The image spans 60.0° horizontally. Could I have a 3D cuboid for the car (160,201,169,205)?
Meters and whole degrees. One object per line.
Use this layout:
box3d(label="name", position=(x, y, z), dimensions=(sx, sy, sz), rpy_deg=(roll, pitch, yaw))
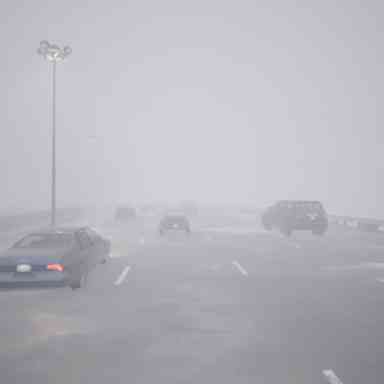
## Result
box3d(label="car", position=(-5.123, 2.200, 55.009), dimensions=(1.994, 1.385, 4.181), rpy_deg=(0, -1, -20))

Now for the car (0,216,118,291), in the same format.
box3d(label="car", position=(-3.631, 1.653, 9.396), dimensions=(2.033, 1.411, 5.357), rpy_deg=(0, -1, -3))

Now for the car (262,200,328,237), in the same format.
box3d(label="car", position=(6.035, 1.470, 20.128), dimensions=(2.150, 2.045, 5.566), rpy_deg=(0, -1, -6))

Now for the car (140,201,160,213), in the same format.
box3d(label="car", position=(-5.950, 2.050, 45.571), dimensions=(1.812, 1.442, 4.674), rpy_deg=(0, -1, -15))

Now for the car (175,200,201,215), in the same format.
box3d(label="car", position=(-0.870, 1.816, 39.734), dimensions=(2.097, 1.767, 4.553), rpy_deg=(0, -1, -14))

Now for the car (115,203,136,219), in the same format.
box3d(label="car", position=(-6.599, 1.853, 32.990), dimensions=(1.882, 1.535, 5.008), rpy_deg=(0, 0, -11))

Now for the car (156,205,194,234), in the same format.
box3d(label="car", position=(-1.187, 1.774, 21.246), dimensions=(1.812, 1.442, 4.674), rpy_deg=(0, -1, -7))

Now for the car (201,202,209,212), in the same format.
box3d(label="car", position=(1.007, 2.075, 46.660), dimensions=(1.812, 1.442, 4.674), rpy_deg=(0, -1, -15))
